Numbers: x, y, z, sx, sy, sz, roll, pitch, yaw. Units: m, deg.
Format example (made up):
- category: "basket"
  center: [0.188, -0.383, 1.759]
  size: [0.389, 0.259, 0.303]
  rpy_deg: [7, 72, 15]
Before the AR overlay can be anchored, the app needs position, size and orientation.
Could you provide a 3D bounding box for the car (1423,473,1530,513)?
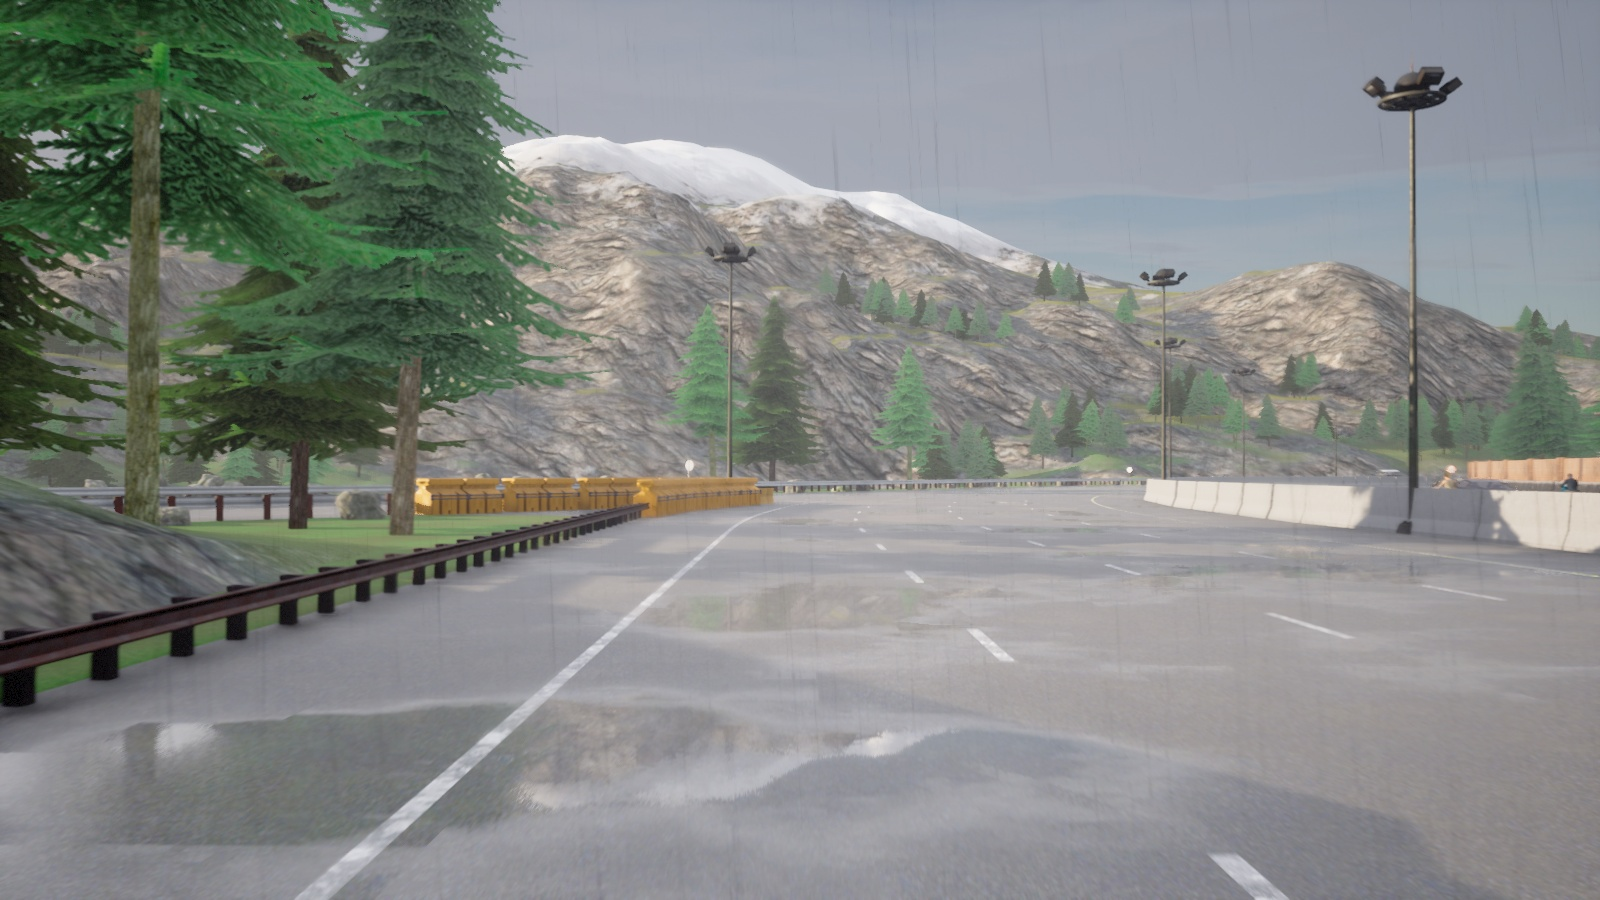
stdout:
- category: "car"
  center: [24.998, 1.558, 46.576]
  size: [1.994, 1.385, 4.181]
  rpy_deg: [0, -1, 5]
